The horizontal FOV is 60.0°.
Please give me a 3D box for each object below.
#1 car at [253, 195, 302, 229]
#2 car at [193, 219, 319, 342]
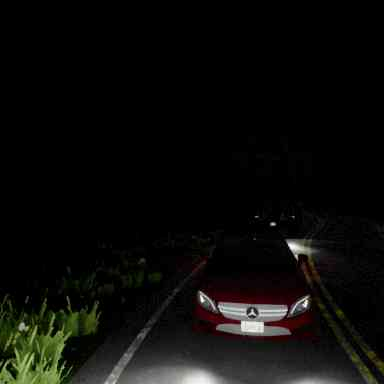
[{"bbox_3d":[4.991,1.215,18.889,2.150,2.045,5.566,-2,-1,22],"label":"car"},{"bbox_3d":[1.227,1.534,6.715,1.812,1.442,4.674,-1,0,11],"label":"car"}]
